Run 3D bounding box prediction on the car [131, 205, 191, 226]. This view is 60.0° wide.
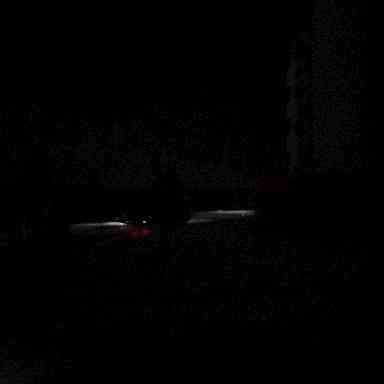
[{"bbox_3d":[-2.088,1.816,25.299,1.895,1.301,4.718,-1,-1,35],"label":"car"}]

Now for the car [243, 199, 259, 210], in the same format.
[{"bbox_3d":[9.046,1.760,47.894,2.128,1.511,4.902,-1,-1,36],"label":"car"}]

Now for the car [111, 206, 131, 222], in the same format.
[{"bbox_3d":[-4.508,1.816,28.970,2.033,1.411,5.357,-1,-1,35],"label":"car"}]
